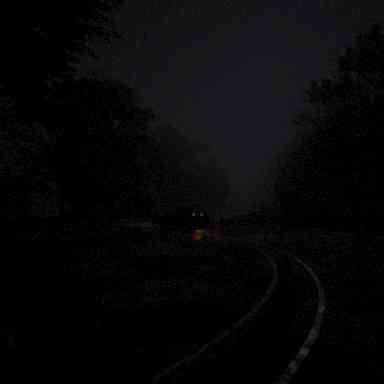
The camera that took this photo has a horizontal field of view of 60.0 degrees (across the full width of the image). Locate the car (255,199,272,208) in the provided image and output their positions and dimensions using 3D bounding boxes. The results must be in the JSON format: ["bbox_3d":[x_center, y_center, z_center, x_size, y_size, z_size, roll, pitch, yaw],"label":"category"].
[{"bbox_3d":[13.218,2.271,62.621,1.837,1.490,4.892,-1,-2,23],"label":"car"}]

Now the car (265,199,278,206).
[{"bbox_3d":[17.603,2.236,73.382,2.128,1.511,4.902,-1,-1,22],"label":"car"}]

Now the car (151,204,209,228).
[{"bbox_3d":[-0.979,1.734,25.380,4.553,1.767,2.097,-1,-1,38],"label":"car"}]
